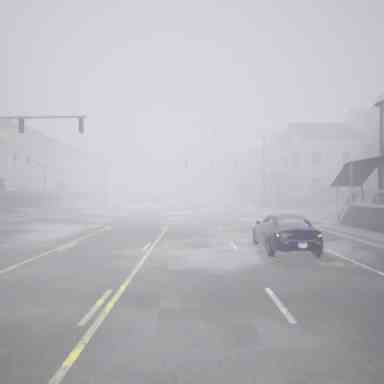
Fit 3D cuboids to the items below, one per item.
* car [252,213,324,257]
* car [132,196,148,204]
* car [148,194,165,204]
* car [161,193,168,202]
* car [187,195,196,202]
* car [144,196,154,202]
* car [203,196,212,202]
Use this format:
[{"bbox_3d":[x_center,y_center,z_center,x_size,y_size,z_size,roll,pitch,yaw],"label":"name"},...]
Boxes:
[{"bbox_3d":[3.567,1.551,12.948,1.812,1.442,4.674,0,0,0],"label":"car"},{"bbox_3d":[-10.508,1.604,65.797,1.882,1.535,5.008,0,0,0],"label":"car"},{"bbox_3d":[-7.010,1.628,65.865,1.837,1.490,4.892,0,0,0],"label":"car"},{"bbox_3d":[-7.003,1.356,81.516,2.150,2.045,5.566,0,0,0],"label":"car"},{"bbox_3d":[-0.002,1.518,75.290,2.128,1.511,4.902,0,0,0],"label":"car"},{"bbox_3d":[-10.503,1.727,81.439,1.895,1.301,4.718,0,0,0],"label":"car"},{"bbox_3d":[3.498,1.588,75.319,1.895,1.301,4.718,0,0,0],"label":"car"}]
